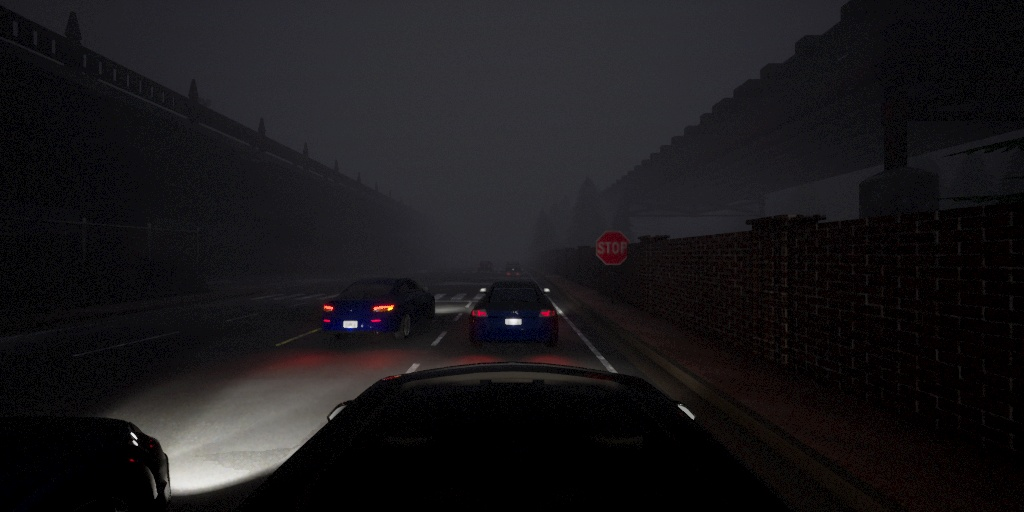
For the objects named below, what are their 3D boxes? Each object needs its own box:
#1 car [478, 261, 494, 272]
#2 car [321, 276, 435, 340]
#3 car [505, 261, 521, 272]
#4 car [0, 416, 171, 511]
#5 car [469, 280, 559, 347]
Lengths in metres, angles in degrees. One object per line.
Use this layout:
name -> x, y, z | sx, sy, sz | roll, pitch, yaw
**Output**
car -> -3.380, 1.297, 45.981 | 2.033, 1.411, 5.357 | 0, 0, -1
car -> -3.410, 1.276, 9.859 | 1.812, 1.442, 4.674 | 0, 0, 0
car -> 0.115, 1.351, 46.149 | 1.895, 1.301, 4.718 | 0, 0, -1
car -> -3.399, 1.314, 0.763 | 1.994, 1.385, 4.181 | 0, 0, 0
car -> 0.072, 1.314, 9.335 | 1.994, 1.385, 4.181 | 0, 0, 1
